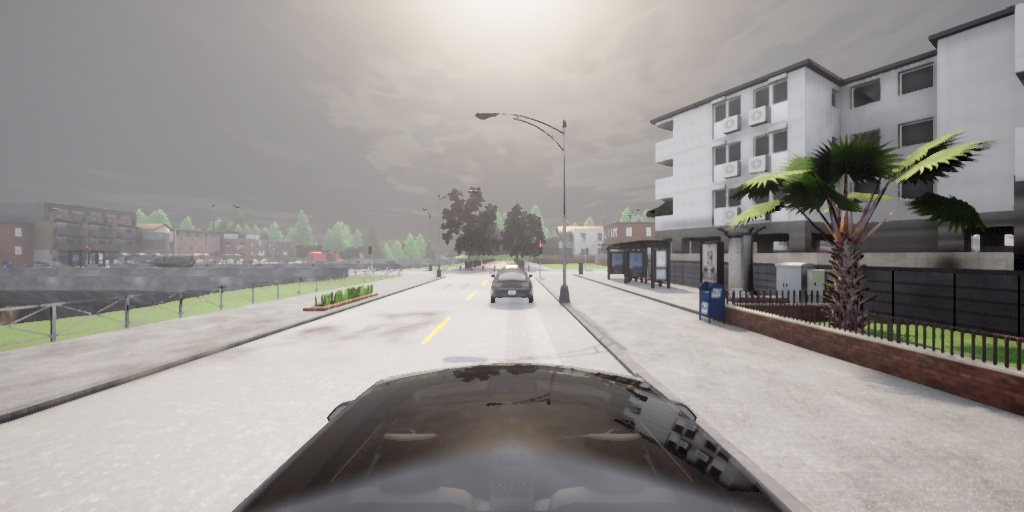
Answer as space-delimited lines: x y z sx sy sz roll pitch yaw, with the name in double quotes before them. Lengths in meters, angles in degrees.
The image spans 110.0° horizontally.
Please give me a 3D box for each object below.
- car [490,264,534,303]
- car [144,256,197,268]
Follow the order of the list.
"car" 0.000 1.282 16.500 1.812 1.442 4.674 0 0 0
"car" -42.661 1.006 44.726 5.566 2.045 2.150 0 0 0
